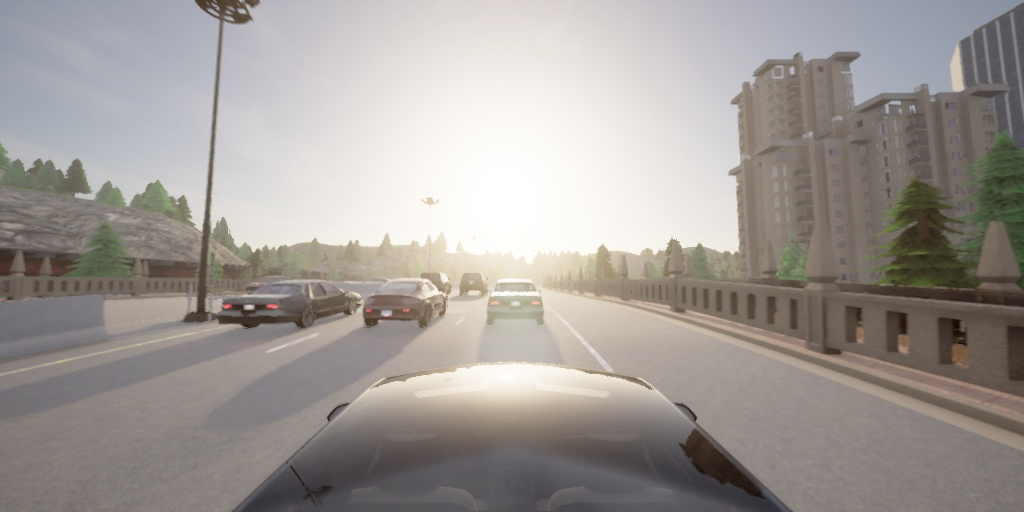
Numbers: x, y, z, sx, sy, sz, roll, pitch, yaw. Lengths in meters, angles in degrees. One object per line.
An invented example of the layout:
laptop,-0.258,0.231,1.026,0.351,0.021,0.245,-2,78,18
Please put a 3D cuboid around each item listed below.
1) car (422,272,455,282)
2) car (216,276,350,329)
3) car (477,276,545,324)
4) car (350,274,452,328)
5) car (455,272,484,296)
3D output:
car,-6.900,2.515,32.468,2.150,2.045,5.566,0,-4,0
car,-6.900,1.489,11.921,2.033,1.411,5.357,0,-2,0
car,0.100,1.523,12.810,2.033,1.411,5.357,0,-2,0
car,-3.414,1.472,12.055,1.812,1.442,4.674,0,-2,0
car,-3.400,2.516,32.486,2.150,2.045,5.566,0,-4,0
